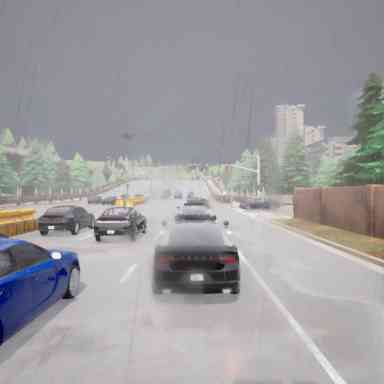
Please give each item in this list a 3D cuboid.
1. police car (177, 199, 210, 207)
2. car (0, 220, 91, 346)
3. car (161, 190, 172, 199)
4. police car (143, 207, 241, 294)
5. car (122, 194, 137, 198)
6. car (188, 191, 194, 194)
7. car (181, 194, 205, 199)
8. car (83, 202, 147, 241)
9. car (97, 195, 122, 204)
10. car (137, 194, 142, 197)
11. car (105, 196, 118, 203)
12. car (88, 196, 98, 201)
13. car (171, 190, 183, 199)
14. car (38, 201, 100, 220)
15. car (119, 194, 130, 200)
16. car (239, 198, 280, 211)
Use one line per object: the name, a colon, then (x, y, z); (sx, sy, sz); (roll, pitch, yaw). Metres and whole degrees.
police car: (0.084, 1.425, 18.813); (1.930, 1.638, 5.238); (0, 0, 0)
car: (-3.404, 1.478, 5.400); (1.882, 1.535, 5.008); (0, 0, 0)
car: (-7.175, 1.071, 88.574); (1.994, 1.385, 4.181); (0, 4, 0)
police car: (0.093, 1.425, 8.910); (1.930, 1.638, 5.238); (0, 0, 0)
car: (-14.075, 1.524, 72.570); (2.128, 1.511, 4.902); (0, 0, 0)
car: (-0.172, 0.903, 88.174); (2.097, 1.767, 4.553); (0, 3, 0)
car: (0.696, 1.491, 49.477); (2.128, 1.511, 4.902); (-1, 0, -25)
car: (-3.422, 1.491, 16.569); (2.128, 1.511, 4.902); (0, 0, 1)
car: (-14.121, 1.546, 57.232); (2.033, 1.411, 5.357); (0, 0, 0)
car: (-14.166, 1.156, 87.054); (1.994, 1.385, 4.181); (0, 2, 0)
car: (-17.575, 1.550, 72.680); (1.994, 1.385, 4.181); (0, 0, 0)
car: (-17.603, 1.504, 60.677); (1.837, 1.490, 4.892); (0, 0, 0)
car: (-3.672, 0.903, 88.152); (2.097, 1.767, 4.553); (0, 3, 0)
car: (-6.915, 1.504, 18.770); (1.837, 1.490, 4.892); (0, 0, 0)
car: (-17.666, 1.183, 87.199); (1.895, 1.301, 4.718); (0, 2, 0)
car: (8.147, 1.492, 40.186); (4.902, 1.511, 2.128); (0, 0, -3)
